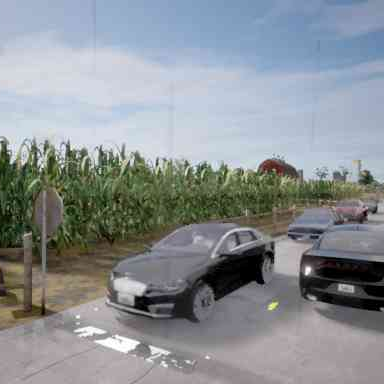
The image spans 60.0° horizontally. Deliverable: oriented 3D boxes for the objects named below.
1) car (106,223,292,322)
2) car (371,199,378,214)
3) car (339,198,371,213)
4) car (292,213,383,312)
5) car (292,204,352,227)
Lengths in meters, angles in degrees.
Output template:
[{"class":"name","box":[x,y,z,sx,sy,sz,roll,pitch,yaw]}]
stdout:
[{"class":"car","box":[0.317,1.505,7.491,2.128,1.511,4.902,0,0,35]},{"class":"car","box":[18.190,1.512,34.685,2.128,1.511,4.902,0,0,34]},{"class":"car","box":[12.000,1.370,25.266,2.097,1.767,4.553,0,0,33]},{"class":"car","box":[3.962,1.480,7.710,1.882,1.535,5.008,0,0,33]},{"class":"car","box":[6.380,1.562,16.649,2.033,1.411,5.357,0,0,33]}]
